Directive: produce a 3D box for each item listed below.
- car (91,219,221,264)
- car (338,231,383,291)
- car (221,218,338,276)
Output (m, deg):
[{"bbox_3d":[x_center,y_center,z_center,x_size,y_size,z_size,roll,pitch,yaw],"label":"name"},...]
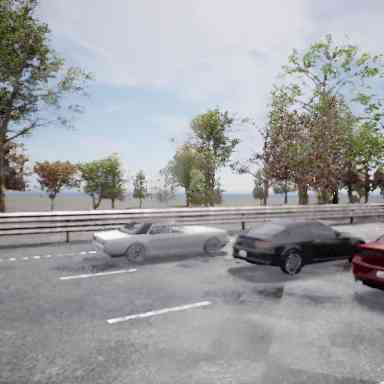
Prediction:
[{"bbox_3d":[-1.018,1.630,11.935,4.718,1.301,1.895,0,0,-29],"label":"car"},{"bbox_3d":[5.950,1.497,7.799,5.008,1.535,1.882,0,0,-29],"label":"car"},{"bbox_3d":[3.423,1.552,10.400,4.674,1.442,1.812,0,0,-29],"label":"car"}]
